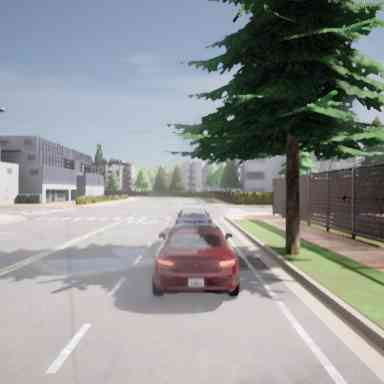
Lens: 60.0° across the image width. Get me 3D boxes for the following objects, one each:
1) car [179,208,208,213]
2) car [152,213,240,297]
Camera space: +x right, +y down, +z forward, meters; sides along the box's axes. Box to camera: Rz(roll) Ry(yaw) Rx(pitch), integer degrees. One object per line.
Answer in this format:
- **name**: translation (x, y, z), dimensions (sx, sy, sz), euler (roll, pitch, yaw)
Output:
- **car**: translation (0.088, 1.540, 18.436), dimensions (1.895, 1.301, 4.718), euler (0, 0, 0)
- **car**: translation (0.090, 1.498, 8.418), dimensions (1.812, 1.442, 4.674), euler (0, 0, 0)
